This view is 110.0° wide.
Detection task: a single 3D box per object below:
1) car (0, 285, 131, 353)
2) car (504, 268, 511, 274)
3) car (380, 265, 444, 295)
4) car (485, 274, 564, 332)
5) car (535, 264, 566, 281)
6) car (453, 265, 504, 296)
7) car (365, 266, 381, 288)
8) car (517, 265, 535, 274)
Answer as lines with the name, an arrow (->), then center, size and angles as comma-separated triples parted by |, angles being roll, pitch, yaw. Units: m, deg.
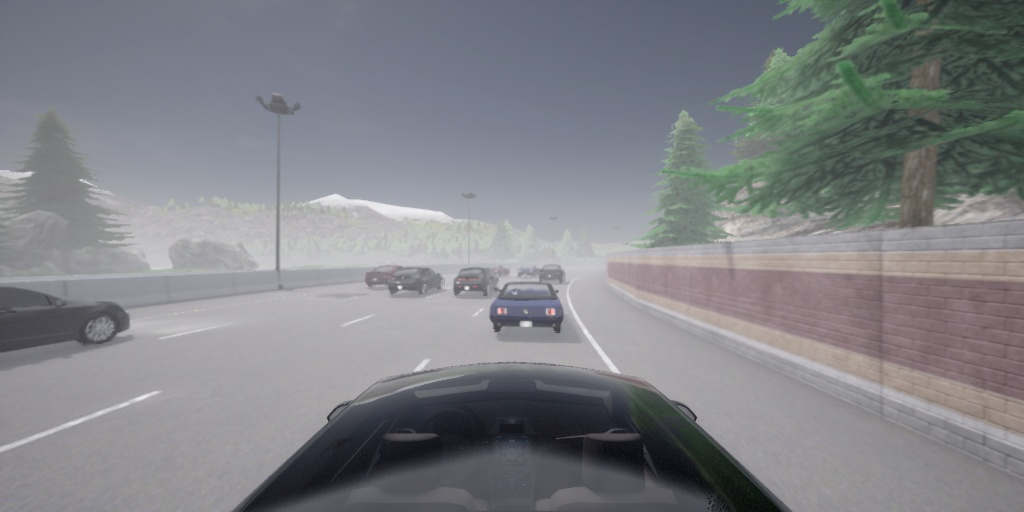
car -> -10.219, 1.253, 6.648 | 1.837, 1.490, 4.892 | 0, 0, 2
car -> -1.584, 1.593, 39.026 | 1.895, 1.301, 4.718 | 0, 0, 16
car -> -5.424, 1.364, 20.809 | 1.837, 1.490, 4.892 | 0, 0, 8
car -> 0.516, 1.415, 11.103 | 1.895, 1.301, 4.718 | 0, 0, 4
car -> 3.478, 1.431, 30.531 | 1.882, 1.535, 5.008 | 0, 0, 12
car -> -1.938, 1.373, 20.486 | 1.837, 1.490, 4.892 | 0, 0, 8
car -> -8.281, 1.355, 25.173 | 1.882, 1.535, 5.008 | 0, 0, 9
car -> 2.002, 1.604, 38.831 | 1.895, 1.301, 4.718 | 0, 0, 16
